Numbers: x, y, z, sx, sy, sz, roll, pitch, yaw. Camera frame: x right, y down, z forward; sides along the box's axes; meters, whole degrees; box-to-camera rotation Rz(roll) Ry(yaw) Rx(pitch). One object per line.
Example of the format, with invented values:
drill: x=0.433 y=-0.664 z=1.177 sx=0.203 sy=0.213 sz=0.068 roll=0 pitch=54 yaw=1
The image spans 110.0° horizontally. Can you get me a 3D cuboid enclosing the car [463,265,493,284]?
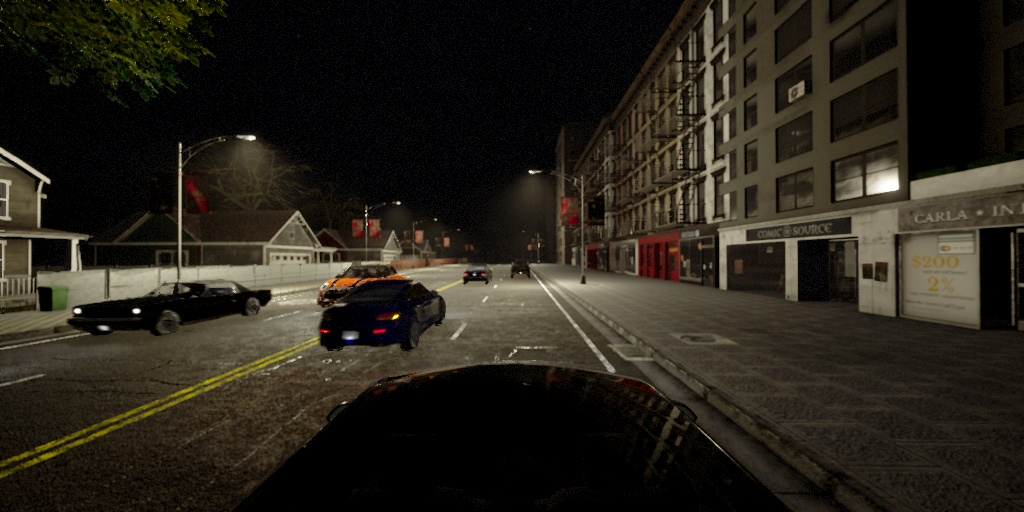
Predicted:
car: x=-2.567 y=1.383 z=27.654 sx=2.033 sy=1.411 sz=5.357 roll=0 pitch=0 yaw=1

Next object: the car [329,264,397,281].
car: x=-6.266 y=1.162 z=15.412 sx=2.097 sy=1.767 sz=4.553 roll=0 pitch=0 yaw=1

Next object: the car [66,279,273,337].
car: x=-9.625 y=1.402 z=10.698 sx=1.895 sy=1.301 sz=4.718 roll=0 pitch=0 yaw=1

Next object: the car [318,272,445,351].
car: x=-2.963 y=1.307 z=8.981 sx=1.812 sy=1.442 sz=4.674 roll=0 pitch=0 yaw=1

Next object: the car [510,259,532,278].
car: x=0.852 y=1.349 z=35.671 sx=1.837 sy=1.490 sz=4.892 roll=0 pitch=-1 yaw=1
